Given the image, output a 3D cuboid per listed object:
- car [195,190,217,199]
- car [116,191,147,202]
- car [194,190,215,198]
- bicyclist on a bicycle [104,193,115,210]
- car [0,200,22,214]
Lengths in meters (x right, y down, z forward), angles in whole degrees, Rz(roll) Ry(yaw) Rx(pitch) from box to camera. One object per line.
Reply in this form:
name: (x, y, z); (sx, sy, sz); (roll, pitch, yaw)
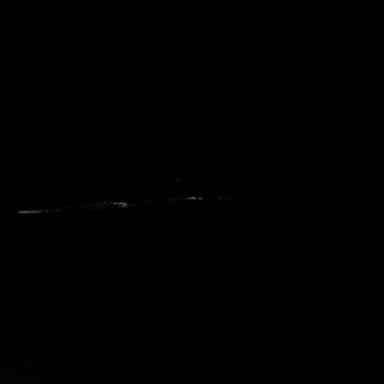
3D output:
car: (2.415, 0.461, 55.580); (1.994, 1.385, 4.181); (2, 2, 36)
car: (-8.463, 0.624, 46.507); (1.837, 1.490, 4.892); (1, 2, 35)
car: (2.390, 0.332, 61.684); (1.994, 1.385, 4.181); (1, 2, 35)
bicyclist on a bicycle: (-8.356, 0.963, 33.519); (1.656, 1.620, 0.582); (0, 1, 35)
car: (-16.853, 1.215, 28.258); (1.994, 1.385, 4.181); (1, 2, 35)
